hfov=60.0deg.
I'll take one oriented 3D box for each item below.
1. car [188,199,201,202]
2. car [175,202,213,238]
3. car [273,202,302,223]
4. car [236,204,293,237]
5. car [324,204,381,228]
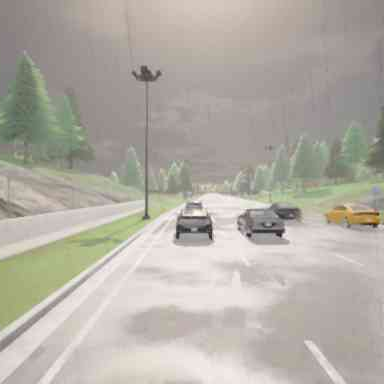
[{"bbox_3d":[0.307,1.564,38.519,2.128,1.511,4.902,0,0,2],"label":"car"},{"bbox_3d":[0.105,1.525,17.738,2.128,1.511,4.902,0,0,0],"label":"car"},{"bbox_3d":[7.114,1.526,26.286,1.882,1.535,5.008,0,0,0],"label":"car"},{"bbox_3d":[3.605,1.581,18.200,2.033,1.411,5.357,0,0,0],"label":"car"},{"bbox_3d":[10.607,1.519,22.404,1.882,1.535,5.008,0,0,0],"label":"car"}]
